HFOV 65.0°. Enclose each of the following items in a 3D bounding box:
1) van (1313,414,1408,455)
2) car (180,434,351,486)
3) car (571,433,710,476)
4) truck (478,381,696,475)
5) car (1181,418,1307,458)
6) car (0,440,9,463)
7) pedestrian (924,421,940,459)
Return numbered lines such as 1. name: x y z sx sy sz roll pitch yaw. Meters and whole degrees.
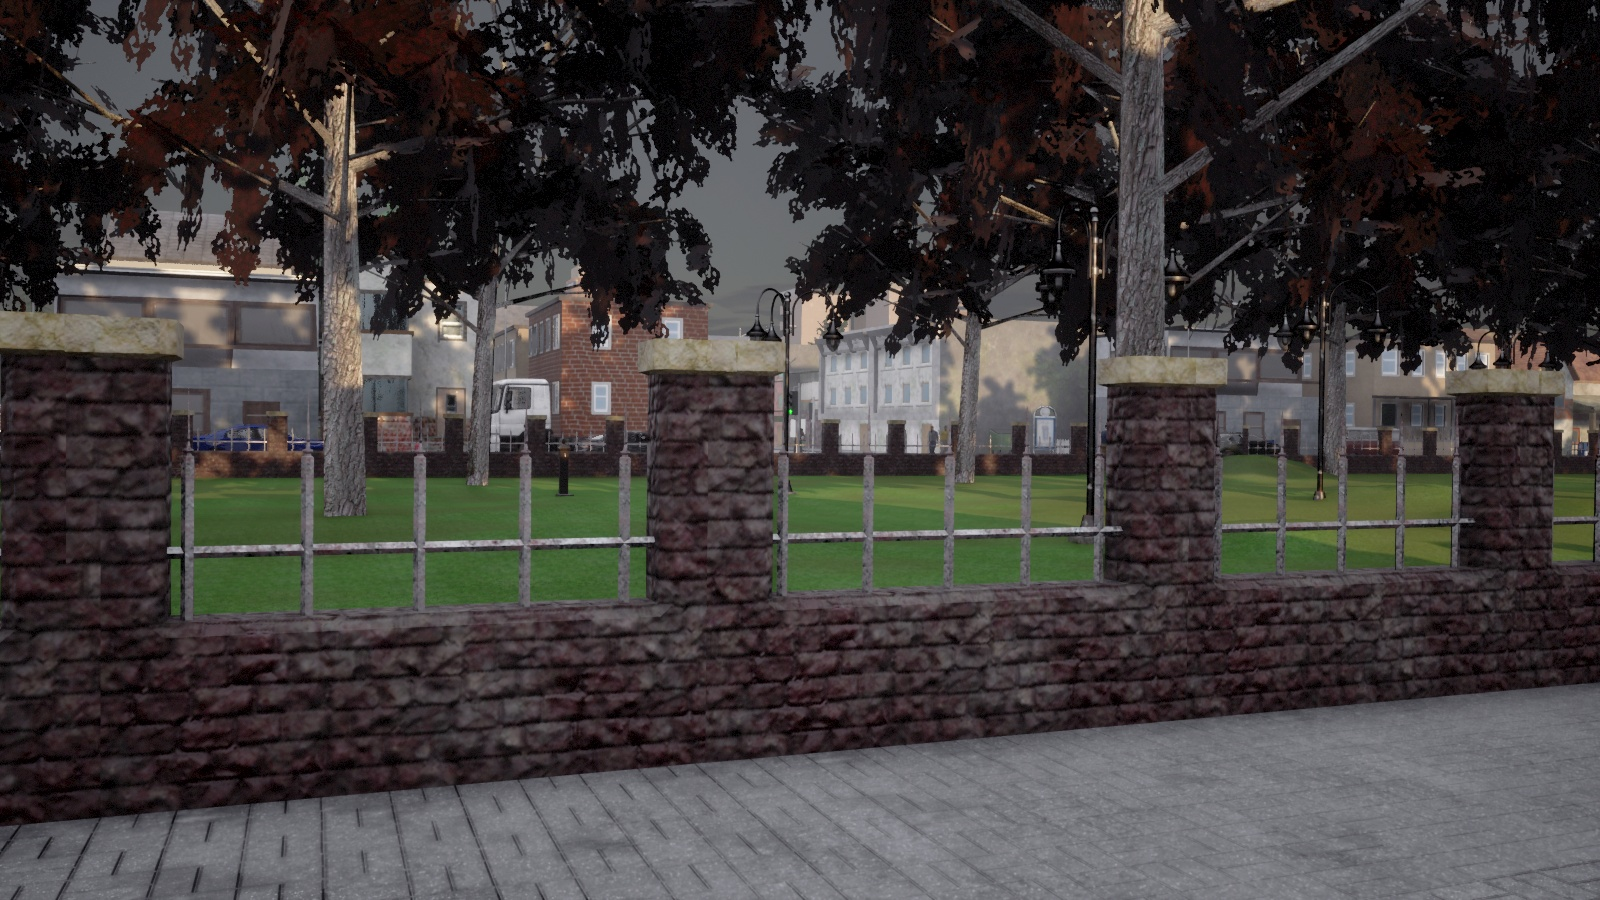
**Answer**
1. van: 28.271 -0.785 63.343 4.442 1.987 1.775 -1 1 -21
2. car: -17.483 0.294 41.221 5.008 1.535 1.882 -1 1 -24
3. car: -5.816 0.141 45.821 4.674 1.442 1.812 -1 1 -22
4. truck: -8.309 -0.893 49.130 7.936 3.462 2.891 -1 1 -22
5. car: 19.664 -0.541 55.646 5.027 1.651 2.152 -1 1 -20
6. car: -50.462 0.134 77.245 2.033 1.411 5.357 -1 1 -21
7. pedestrian: 6.819 -0.540 64.812 0.423 1.949 0.788 0 1 43
